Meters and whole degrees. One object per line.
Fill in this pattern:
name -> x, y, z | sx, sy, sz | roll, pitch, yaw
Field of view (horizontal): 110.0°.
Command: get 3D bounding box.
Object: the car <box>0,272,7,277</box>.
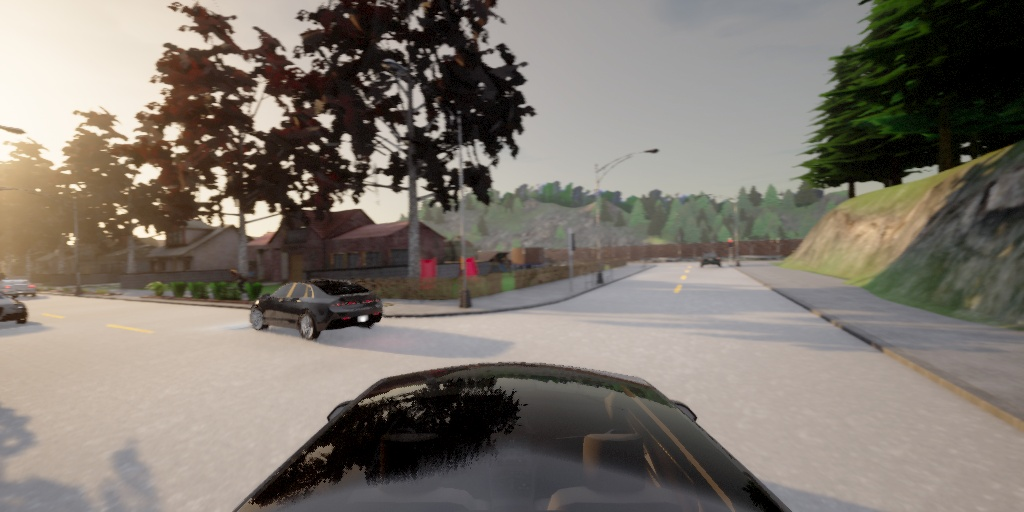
car -> -47.858, 2.543, 32.618 | 5.566, 2.045, 2.150 | -2, 0, 28

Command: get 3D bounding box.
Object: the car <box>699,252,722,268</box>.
car -> 22.421, 0.342, 40.598 | 2.097, 1.767, 4.553 | -2, 0, 28

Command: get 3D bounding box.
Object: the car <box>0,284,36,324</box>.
car -> -20.435, 1.985, 13.638 | 4.181, 1.385, 1.994 | -2, 0, 28

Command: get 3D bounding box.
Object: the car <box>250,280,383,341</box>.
car -> -5.899, 1.446, 10.657 | 4.892, 1.490, 1.837 | -2, -2, 33

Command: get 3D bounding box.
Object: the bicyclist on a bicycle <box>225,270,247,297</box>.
bicyclist on a bicycle -> -15.919, 1.617, 20.746 | 0.582, 1.620, 1.656 | -2, 0, 28

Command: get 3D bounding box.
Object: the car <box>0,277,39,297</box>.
car -> -39.046, 2.557, 28.062 | 4.674, 1.442, 1.812 | -2, 0, 28
